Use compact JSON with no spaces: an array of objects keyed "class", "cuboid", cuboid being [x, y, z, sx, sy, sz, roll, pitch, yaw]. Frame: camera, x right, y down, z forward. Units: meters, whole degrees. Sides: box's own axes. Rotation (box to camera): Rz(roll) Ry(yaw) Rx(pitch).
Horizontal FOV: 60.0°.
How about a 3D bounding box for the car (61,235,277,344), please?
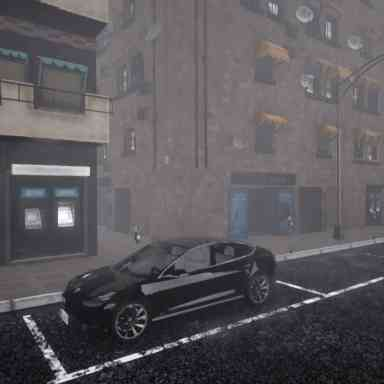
[{"class":"car","cuboid":[-0.202,1.566,6.431,4.313,1.339,1.947,0,0,-36]}]
